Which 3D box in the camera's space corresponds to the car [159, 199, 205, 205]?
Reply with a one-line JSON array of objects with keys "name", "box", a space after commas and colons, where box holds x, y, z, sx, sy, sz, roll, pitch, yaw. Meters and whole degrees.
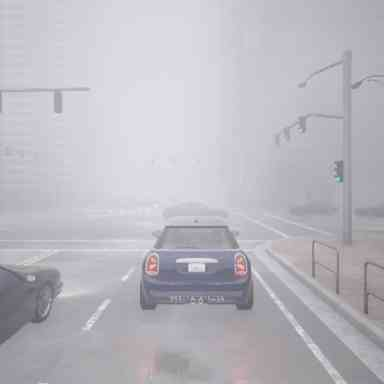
[{"name": "car", "box": [0.272, 1.477, 25.043, 5.008, 1.535, 1.882, 0, 0, 0]}]

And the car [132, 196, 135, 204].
[{"name": "car", "box": [-10.485, 1.504, 58.067, 1.837, 1.490, 4.892, 0, 0, 0]}]

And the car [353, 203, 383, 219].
[{"name": "car", "box": [16.500, 1.601, 28.615, 4.718, 1.301, 1.895, 0, 0, 1]}]

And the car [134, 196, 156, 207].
[{"name": "car", "box": [-7.017, 1.564, 50.385, 1.994, 1.385, 4.181, 0, 0, 0]}]

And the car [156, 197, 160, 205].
[{"name": "car", "box": [-6.976, 1.600, 60.345, 1.895, 1.301, 4.718, 0, 0, 0]}]

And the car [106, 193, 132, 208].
[{"name": "car", "box": [-10.522, 1.352, 48.122, 2.097, 1.767, 4.553, 0, 0, 0]}]

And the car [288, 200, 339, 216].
[{"name": "car", "box": [11.705, 1.525, 32.157, 4.674, 1.442, 1.812, 0, 0, 1]}]

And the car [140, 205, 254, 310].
[{"name": "car", "box": [0.092, 1.352, 7.980, 2.097, 1.767, 4.553, 0, 0, 0]}]

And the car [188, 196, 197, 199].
[{"name": "car", "box": [0.117, 1.553, 72.611, 1.994, 1.385, 4.181, 0, 0, 0]}]

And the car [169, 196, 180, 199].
[{"name": "car", "box": [-3.308, 1.477, 60.999, 1.882, 1.535, 5.008, 0, 0, 0]}]

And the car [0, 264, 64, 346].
[{"name": "car", "box": [-3.414, 1.547, 4.121, 2.033, 1.411, 5.357, 0, 0, -1]}]
